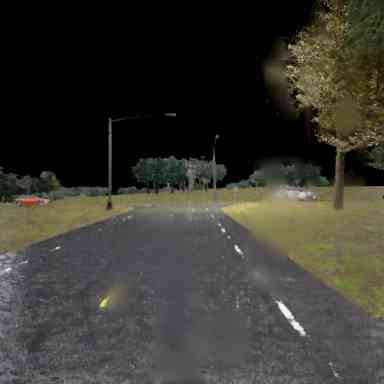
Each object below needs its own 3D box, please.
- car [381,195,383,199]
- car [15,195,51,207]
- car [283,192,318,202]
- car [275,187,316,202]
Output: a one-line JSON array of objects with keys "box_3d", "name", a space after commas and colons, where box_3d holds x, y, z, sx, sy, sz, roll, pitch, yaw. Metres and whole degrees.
[{"box_3d": [34.181, 0.524, 55.401, 4.892, 1.490, 1.837, -3, -2, -1], "name": "car"}, {"box_3d": [-22.674, 1.261, 47.708, 4.553, 1.767, 2.097, -1, -2, 0], "name": "car"}, {"box_3d": [17.908, 0.849, 55.102, 5.008, 1.535, 1.882, -2, -2, -1], "name": "car"}, {"box_3d": [14.880, 0.368, 48.053, 5.566, 2.045, 2.150, 0, -2, -1], "name": "car"}]
